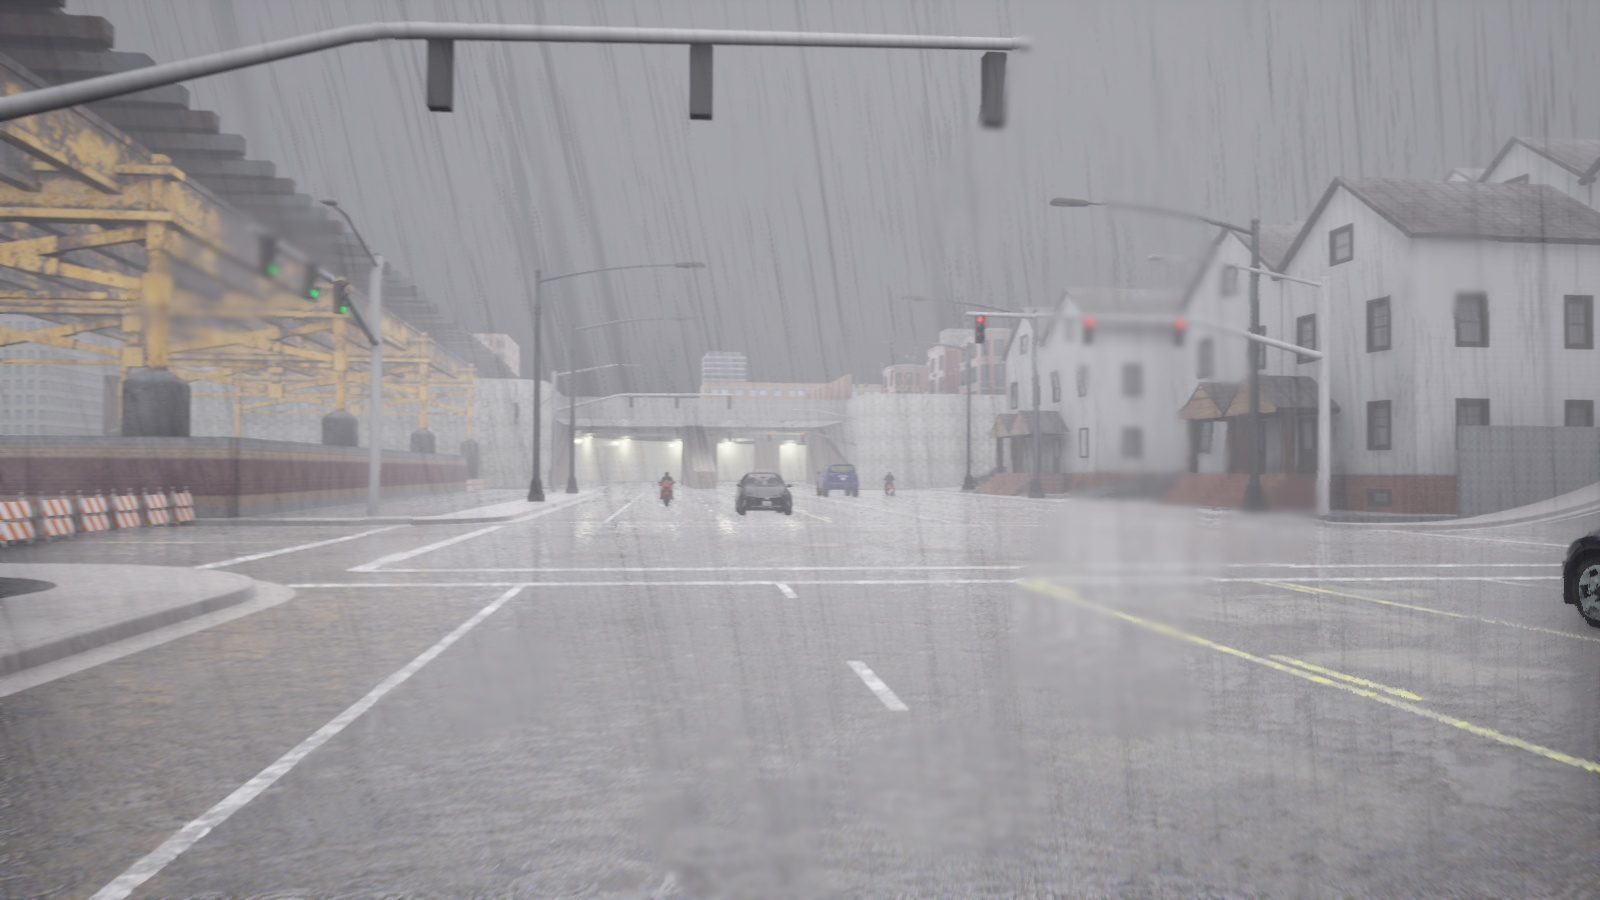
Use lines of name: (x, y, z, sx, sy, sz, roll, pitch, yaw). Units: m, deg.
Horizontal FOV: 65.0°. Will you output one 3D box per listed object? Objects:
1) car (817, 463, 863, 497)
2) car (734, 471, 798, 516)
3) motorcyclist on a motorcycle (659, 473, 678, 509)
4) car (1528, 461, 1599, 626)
car: (2.459, 1.863, 78.721, 2.150, 2.045, 5.566, 0, -1, -6)
car: (-1.302, 1.543, 45.775, 2.007, 1.525, 4.514, 0, -1, -6)
motorcyclist on a motorcycle: (-5.605, 1.726, 53.688, 0.797, 1.523, 2.044, 0, -1, -6)
car: (9.160, 0.909, 11.312, 2.033, 1.649, 4.856, 0, -1, -6)
